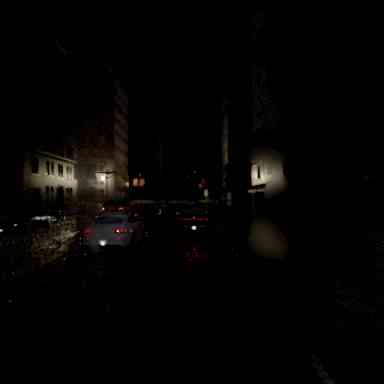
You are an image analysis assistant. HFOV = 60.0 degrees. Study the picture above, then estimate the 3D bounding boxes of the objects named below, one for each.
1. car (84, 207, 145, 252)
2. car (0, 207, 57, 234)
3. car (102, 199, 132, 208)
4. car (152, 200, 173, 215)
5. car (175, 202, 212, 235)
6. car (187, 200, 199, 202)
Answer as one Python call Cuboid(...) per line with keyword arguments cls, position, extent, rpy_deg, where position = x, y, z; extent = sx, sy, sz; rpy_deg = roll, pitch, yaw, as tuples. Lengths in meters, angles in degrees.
Cuboid(cls="car", position=(-3.148, 1.568, 14.052), extent=(1.812, 1.442, 4.674), rpy_deg=(0, 0, 0))
Cuboid(cls="car", position=(-9.847, 1.607, 19.796), extent=(2.033, 1.411, 5.357), rpy_deg=(0, 0, 0))
Cuboid(cls="car", position=(-6.594, 1.442, 29.176), extent=(2.097, 1.767, 4.553), rpy_deg=(0, 0, 0))
Cuboid(cls="car", position=(-3.146, 1.603, 35.495), extent=(2.128, 1.511, 4.902), rpy_deg=(0, 0, 0))
Cuboid(cls="car", position=(0.102, 1.563, 19.186), extent=(1.837, 1.490, 4.892), rpy_deg=(0, 0, 0))
Cuboid(cls="car", position=(0.097, 1.639, 36.295), extent=(1.812, 1.442, 4.674), rpy_deg=(0, 0, 0))
